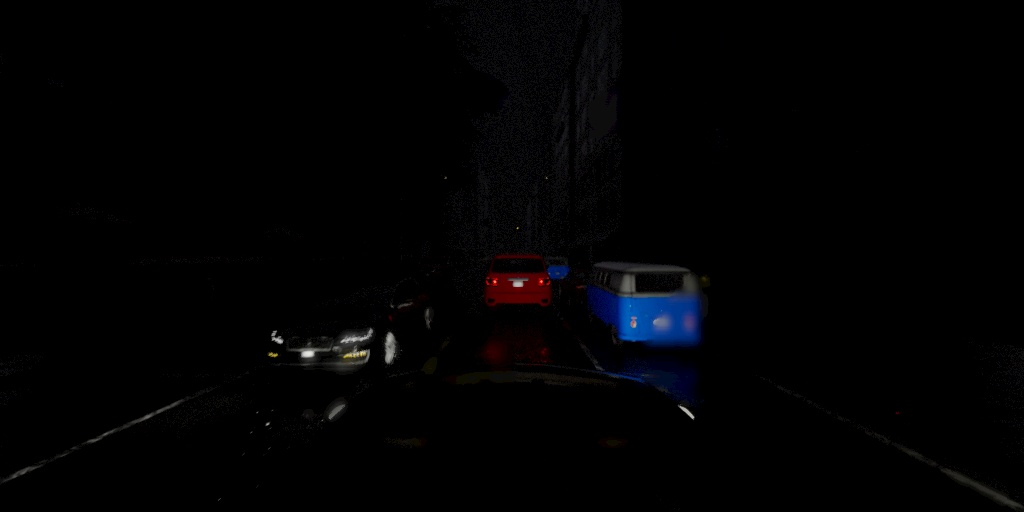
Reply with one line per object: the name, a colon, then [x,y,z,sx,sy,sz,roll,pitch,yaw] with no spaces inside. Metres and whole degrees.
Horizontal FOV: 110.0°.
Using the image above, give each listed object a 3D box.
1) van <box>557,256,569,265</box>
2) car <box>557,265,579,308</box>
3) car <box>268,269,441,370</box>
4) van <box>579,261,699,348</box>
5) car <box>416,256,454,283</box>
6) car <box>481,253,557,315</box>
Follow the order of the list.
van: [3.067,0.914,25.779,1.690,1.789,3.998,0,0,1]
car: [2.962,1.204,14.459,1.888,1.381,4.507,0,0,1]
car: [-3.056,1.211,7.837,1.837,1.490,4.892,0,0,1]
van: [2.910,1.040,8.798,1.690,1.789,3.998,0,0,1]
car: [-5.458,0.887,25.818,2.192,1.841,5.009,0,0,1]
car: [0.201,0.892,13.252,2.150,2.045,5.566,0,1,1]
